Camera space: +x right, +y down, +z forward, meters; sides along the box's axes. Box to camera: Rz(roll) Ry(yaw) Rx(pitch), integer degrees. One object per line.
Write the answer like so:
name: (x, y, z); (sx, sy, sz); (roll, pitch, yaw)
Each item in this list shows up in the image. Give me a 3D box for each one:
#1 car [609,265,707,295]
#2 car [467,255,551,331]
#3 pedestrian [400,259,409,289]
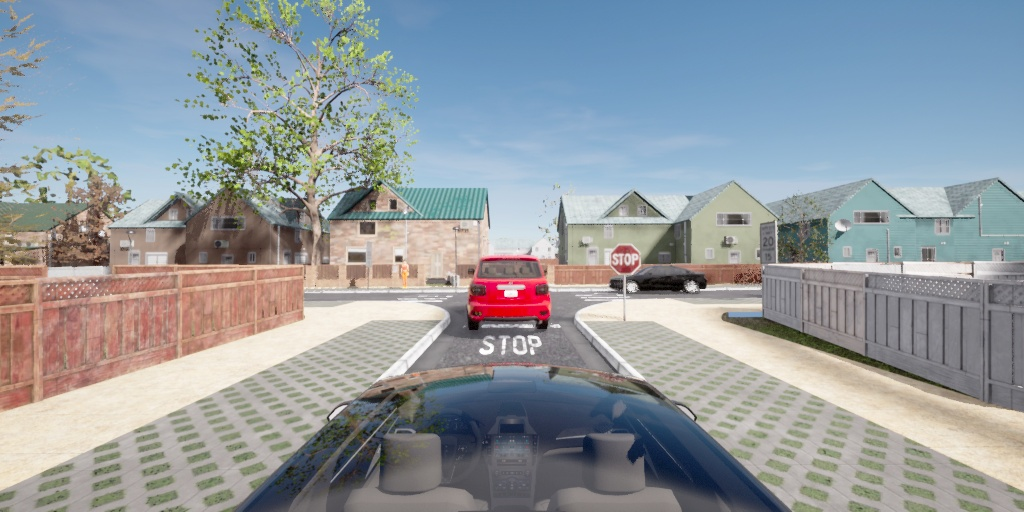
car: (7.803, 1.244, 19.412); (5.008, 1.535, 1.882); (0, -1, 1)
car: (-0.210, 0.975, 11.196); (2.150, 2.045, 5.566); (0, 0, -4)
pedestrian: (-6.732, 1.116, 22.505); (0.375, 1.860, 0.375); (0, -1, 1)
